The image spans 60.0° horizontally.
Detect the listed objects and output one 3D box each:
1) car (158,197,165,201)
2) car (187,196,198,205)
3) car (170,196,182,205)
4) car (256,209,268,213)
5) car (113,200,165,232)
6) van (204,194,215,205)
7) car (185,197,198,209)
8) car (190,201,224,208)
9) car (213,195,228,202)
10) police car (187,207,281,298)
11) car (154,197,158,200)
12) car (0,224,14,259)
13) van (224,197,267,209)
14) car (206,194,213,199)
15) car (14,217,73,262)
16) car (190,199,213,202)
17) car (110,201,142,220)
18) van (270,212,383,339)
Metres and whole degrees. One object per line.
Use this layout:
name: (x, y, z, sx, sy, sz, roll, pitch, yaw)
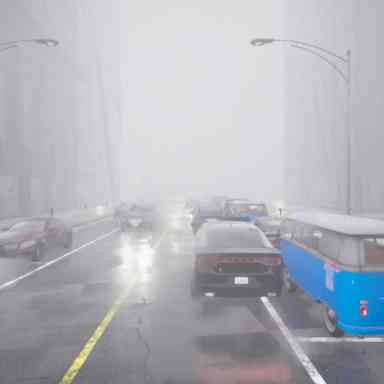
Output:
car: (-5.554, 1.528, 57.215, 1.947, 1.339, 4.313, 0, 0, 0)
car: (0.124, 1.522, 60.005, 1.994, 1.385, 4.181, 0, 0, 0)
car: (-2.879, 1.437, 58.766, 1.882, 1.535, 5.008, 0, 0, 0)
car: (2.875, 1.543, 12.007, 1.887, 1.381, 4.507, 0, 0, 0)
car: (-3.058, 1.488, 20.279, 2.128, 1.511, 4.902, 0, 0, 0)
van: (2.971, 1.304, 57.197, 1.690, 1.788, 3.998, 0, 0, 0)
car: (0.106, 1.472, 44.993, 2.128, 1.511, 4.902, 0, 0, 0)
car: (0.937, 1.503, 18.589, 1.837, 1.490, 4.892, 0, 0, 0)
car: (2.898, 1.311, 23.304, 2.192, 1.841, 5.009, 0, 0, 0)
police car: (0.916, 1.424, 8.699, 1.930, 1.638, 5.238, 0, 0, 0)
car: (-5.589, 1.567, 40.267, 1.802, 1.307, 4.206, 0, 0, 0)
car: (-5.662, 1.550, 6.373, 2.008, 1.369, 4.403, 0, 0, 0)
van: (2.886, 1.338, 17.655, 1.690, 1.788, 3.998, 0, 0, 0)
car: (2.922, 1.305, 34.602, 2.192, 1.841, 5.009, 0, 0, 0)
car: (-5.650, 1.580, 12.022, 1.802, 1.307, 4.206, 0, 0, 0)
car: (0.950, 1.501, 24.588, 1.837, 1.490, 4.892, 0, 0, 0)
car: (-5.614, 1.539, 28.969, 1.887, 1.381, 4.507, 0, 0, 0)
van: (2.862, 1.340, 6.359, 1.690, 1.788, 3.998, 0, 0, 0)
